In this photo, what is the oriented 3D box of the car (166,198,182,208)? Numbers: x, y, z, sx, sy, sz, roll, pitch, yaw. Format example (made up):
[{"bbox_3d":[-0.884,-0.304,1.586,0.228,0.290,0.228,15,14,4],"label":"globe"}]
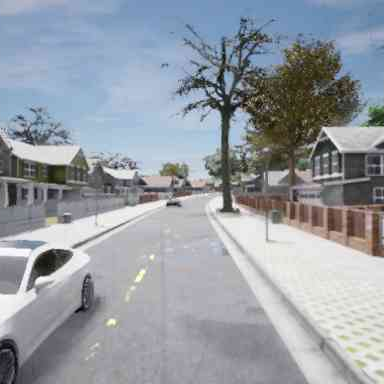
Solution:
[{"bbox_3d":[-2.409,1.463,45.382,1.895,1.301,4.718,0,0,3],"label":"car"}]

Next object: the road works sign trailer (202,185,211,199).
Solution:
[{"bbox_3d":[3.942,-0.009,88.037,2.380,3.560,2.880,0,1,8],"label":"road works sign trailer"}]

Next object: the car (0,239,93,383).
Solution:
[{"bbox_3d":[-2.850,1.521,4.951,1.812,1.442,4.674,0,0,0],"label":"car"}]
